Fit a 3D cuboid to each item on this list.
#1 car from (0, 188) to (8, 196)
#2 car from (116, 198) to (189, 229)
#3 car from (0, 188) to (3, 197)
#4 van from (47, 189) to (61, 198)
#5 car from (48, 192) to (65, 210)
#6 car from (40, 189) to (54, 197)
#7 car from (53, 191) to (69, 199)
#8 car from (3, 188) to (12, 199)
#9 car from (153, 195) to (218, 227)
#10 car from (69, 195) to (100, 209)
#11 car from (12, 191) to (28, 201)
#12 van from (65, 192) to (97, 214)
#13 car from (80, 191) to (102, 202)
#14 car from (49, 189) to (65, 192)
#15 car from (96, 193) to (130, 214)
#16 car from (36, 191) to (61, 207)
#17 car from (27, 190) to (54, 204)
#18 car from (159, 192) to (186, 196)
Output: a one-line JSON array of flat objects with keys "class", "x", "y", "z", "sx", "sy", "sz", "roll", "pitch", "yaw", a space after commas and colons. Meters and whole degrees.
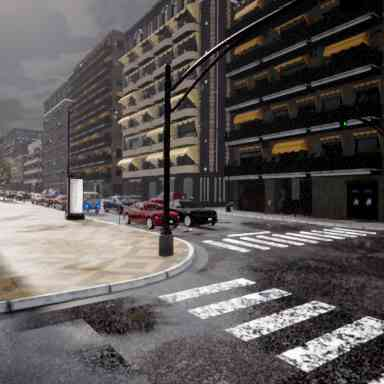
[{"class": "car", "x": -42.419, "y": -0.022, "z": 73.909, "sx": 2.192, "sy": 1.841, "sz": 5.009, "roll": 2, "pitch": 0, "yaw": -36}, {"class": "car", "x": -2.408, "y": 1.261, "z": 19.080, "sx": 1.887, "sy": 1.381, "sz": 4.507, "roll": 2, "pitch": 0, "yaw": -36}, {"class": "car", "x": -39.091, "y": 0.301, "z": 69.339, "sx": 2.008, "sy": 1.369, "sz": 4.403, "roll": 2, "pitch": 0, "yaw": -36}, {"class": "van", "x": -28.986, "y": 0.260, "z": 69.717, "sx": 1.690, "sy": 1.788, "sz": 3.998, "roll": 2, "pitch": 0, "yaw": -36}, {"class": "car", "x": -12.412, "y": 0.997, "z": 32.787, "sx": 1.887, "sy": 1.381, "sz": 4.507, "roll": 2, "pitch": 0, "yaw": -36}, {"class": "car", "x": -32.324, "y": 0.272, "z": 74.286, "sx": 1.967, "sy": 1.590, "sz": 4.097, "roll": 2, "pitch": 0, "yaw": -36}, {"class": "car", "x": -25.757, "y": 0.530, "z": 65.285, "sx": 1.752, "sy": 1.417, "sz": 4.829, "roll": 2, "pitch": 0, "yaw": -36}, {"class": "car", "x": -32.421, "y": 0.470, "z": 60.202, "sx": 1.887, "sy": 1.381, "sz": 4.507, "roll": 2, "pitch": 0, "yaw": -36}, {"class": "car", "x": -0.419, "y": 1.216, "z": 20.722, "sx": 1.882, "sy": 1.535, "sz": 5.008, "roll": 1, "pitch": 0, "yaw": -35}, {"class": "car", "x": -11.826, "y": 1.039, "z": 36.369, "sx": 1.895, "sy": 1.301, "sz": 4.718, "roll": 1, "pitch": 0, "yaw": -36}, {"class": "car", "x": -25.748, "y": 0.541, "z": 51.063, "sx": 1.967, "sy": 1.590, "sz": 4.097, "roll": 2, "pitch": 0, "yaw": -36}, {"class": "van", "x": -9.071, "y": 0.881, "z": 28.218, "sx": 1.690, "sy": 1.788, "sz": 3.998, "roll": 2, "pitch": 0, "yaw": -36}, {"class": "car", "x": -15.650, "y": 0.710, "z": 51.441, "sx": 1.967, "sy": 1.590, "sz": 4.097, "roll": 2, "pitch": 0, "yaw": -36}, {"class": "car", "x": -17.682, "y": 0.635, "z": 44.463, "sx": 2.097, "sy": 1.767, "sz": 4.553, "roll": 1, "pitch": 0, "yaw": -36}, {"class": "car", "x": -6.004, "y": 1.083, "z": 28.382, "sx": 2.128, "sy": 1.511, "sz": 4.902, "roll": 1, "pitch": 0, "yaw": -36}, {"class": "car", "x": -15.747, "y": 0.909, "z": 37.356, "sx": 1.887, "sy": 1.381, "sz": 4.507, "roll": 2, "pitch": 0, "yaw": -36}, {"class": "car", "x": -18.981, "y": 0.805, "z": 41.788, "sx": 1.752, "sy": 1.417, "sz": 4.829, "roll": 2, "pitch": 0, "yaw": -36}, {"class": "car", "x": -2.307, "y": 0.937, "z": 33.164, "sx": 2.192, "sy": 1.841, "sz": 5.009, "roll": 2, "pitch": 0, "yaw": -36}]
